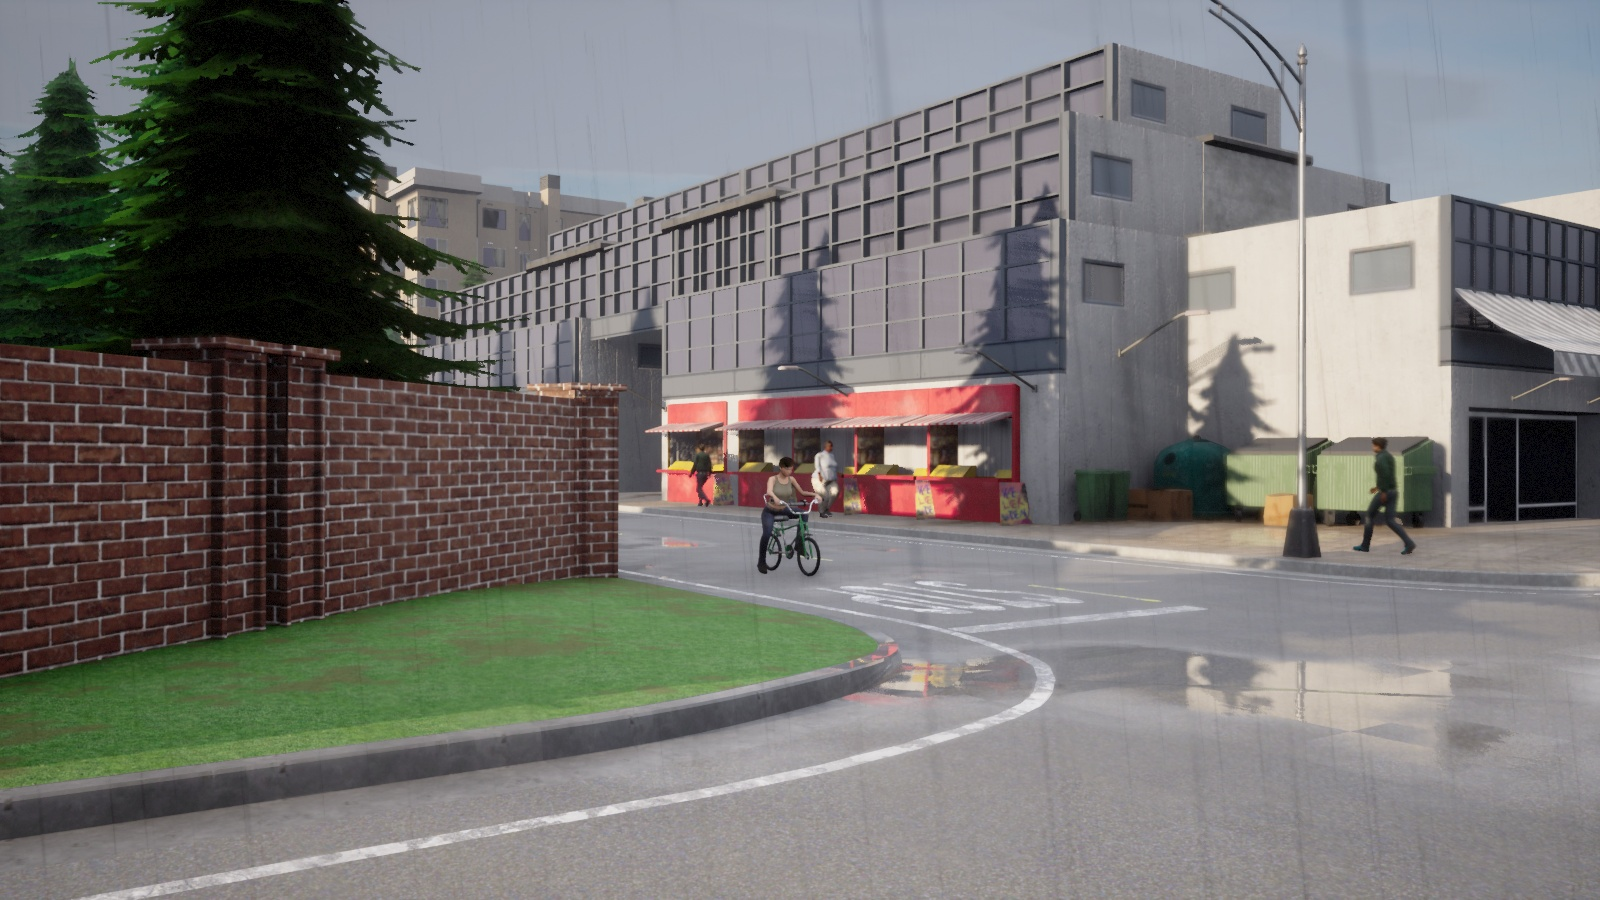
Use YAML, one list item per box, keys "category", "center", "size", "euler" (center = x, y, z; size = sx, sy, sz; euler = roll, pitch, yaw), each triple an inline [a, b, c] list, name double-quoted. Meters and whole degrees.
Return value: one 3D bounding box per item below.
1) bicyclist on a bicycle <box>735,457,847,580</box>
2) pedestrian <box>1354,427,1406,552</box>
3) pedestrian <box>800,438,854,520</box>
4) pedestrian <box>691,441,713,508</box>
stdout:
- category: "bicyclist on a bicycle"
  center: [-0.142, 0.900, 17.330]
  size: [0.866, 1.612, 1.509]
  euler: [0, 0, -33]
- category: "pedestrian"
  center: [8.731, 0.590, 18.899]
  size: [0.353, 1.847, 0.614]
  euler: [0, 0, -35]
- category: "pedestrian"
  center: [0.617, 0.651, 28.824]
  size: [0.874, 1.855, 0.900]
  euler: [0, 0, -41]
- category: "pedestrian"
  center: [-2.705, 0.672, 34.642]
  size: [0.353, 1.847, 0.614]
  euler: [0, 0, -34]
